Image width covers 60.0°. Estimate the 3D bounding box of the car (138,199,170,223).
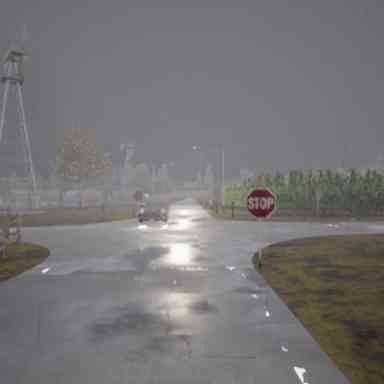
[{"bbox_3d":[-2.856,1.355,25.860,2.097,1.767,4.553,0,1,0],"label":"car"}]
